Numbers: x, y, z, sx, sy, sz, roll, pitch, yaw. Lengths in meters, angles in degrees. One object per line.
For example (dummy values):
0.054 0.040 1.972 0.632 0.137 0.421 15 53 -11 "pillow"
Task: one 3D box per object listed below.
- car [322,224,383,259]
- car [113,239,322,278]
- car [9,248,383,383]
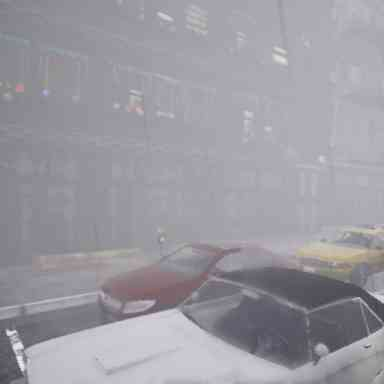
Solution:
4.827 1.627 9.519 4.829 1.417 1.752 1 0 -35 "car"
0.364 1.624 6.343 4.206 1.307 1.802 1 0 -35 "car"
0.723 1.629 3.585 4.718 1.301 1.895 1 0 -35 "car"
